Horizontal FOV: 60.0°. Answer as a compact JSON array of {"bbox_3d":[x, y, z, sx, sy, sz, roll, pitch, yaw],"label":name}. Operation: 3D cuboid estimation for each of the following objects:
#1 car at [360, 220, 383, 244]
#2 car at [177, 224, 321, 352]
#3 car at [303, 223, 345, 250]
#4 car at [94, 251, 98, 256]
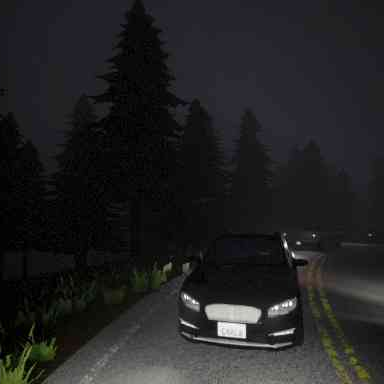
[{"bbox_3d":[15.896,3.228,26.478,5.566,2.045,2.150,8,-8,-28],"label":"car"},{"bbox_3d":[1.139,1.562,6.623,2.128,1.511,4.902,-1,-2,15],"label":"car"},{"bbox_3d":[6.530,2.310,17.736,1.895,1.301,4.718,-3,-6,39],"label":"car"},{"bbox_3d":[-20.218,13.650,73.005,4.181,1.381,1.994,-2,-5,31],"label":"car"}]
